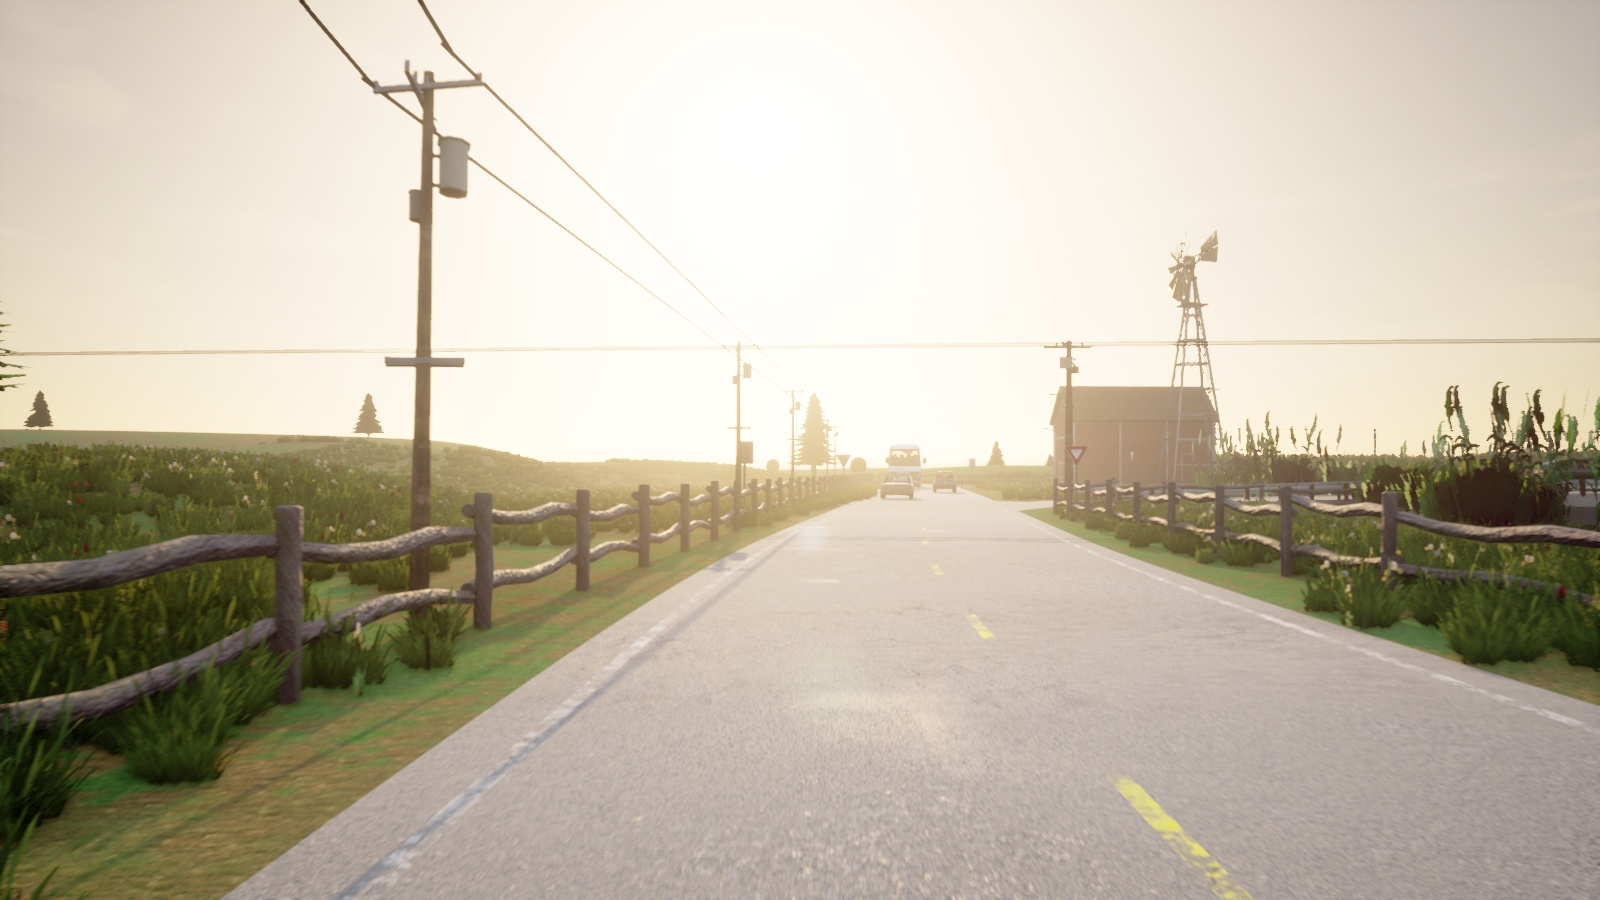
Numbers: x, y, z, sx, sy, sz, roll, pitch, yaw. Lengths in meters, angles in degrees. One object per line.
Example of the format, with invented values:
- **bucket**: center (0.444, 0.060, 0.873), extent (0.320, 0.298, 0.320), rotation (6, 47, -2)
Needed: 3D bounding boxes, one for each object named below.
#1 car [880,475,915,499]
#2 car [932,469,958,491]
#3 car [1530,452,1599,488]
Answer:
- **car**: center (5.626, 2.101, 72.174), extent (1.895, 1.301, 4.718), rotation (0, -1, 6)
- **car**: center (10.995, 2.265, 95.333), extent (1.851, 1.617, 3.988), rotation (0, -1, 5)
- **car**: center (34.923, 0.890, 55.922), extent (3.705, 1.549, 1.789), rotation (-1, -1, 7)
